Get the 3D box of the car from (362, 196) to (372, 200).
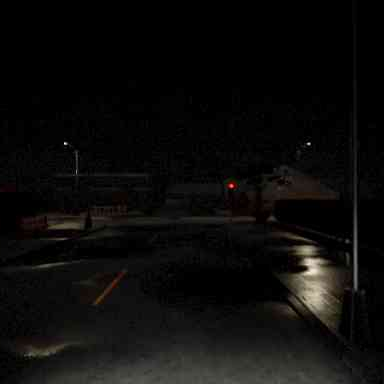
[{"bbox_3d":[37.976,1.893,71.353,1.905,1.878,3.866,0,-1,0],"label":"car"}]
